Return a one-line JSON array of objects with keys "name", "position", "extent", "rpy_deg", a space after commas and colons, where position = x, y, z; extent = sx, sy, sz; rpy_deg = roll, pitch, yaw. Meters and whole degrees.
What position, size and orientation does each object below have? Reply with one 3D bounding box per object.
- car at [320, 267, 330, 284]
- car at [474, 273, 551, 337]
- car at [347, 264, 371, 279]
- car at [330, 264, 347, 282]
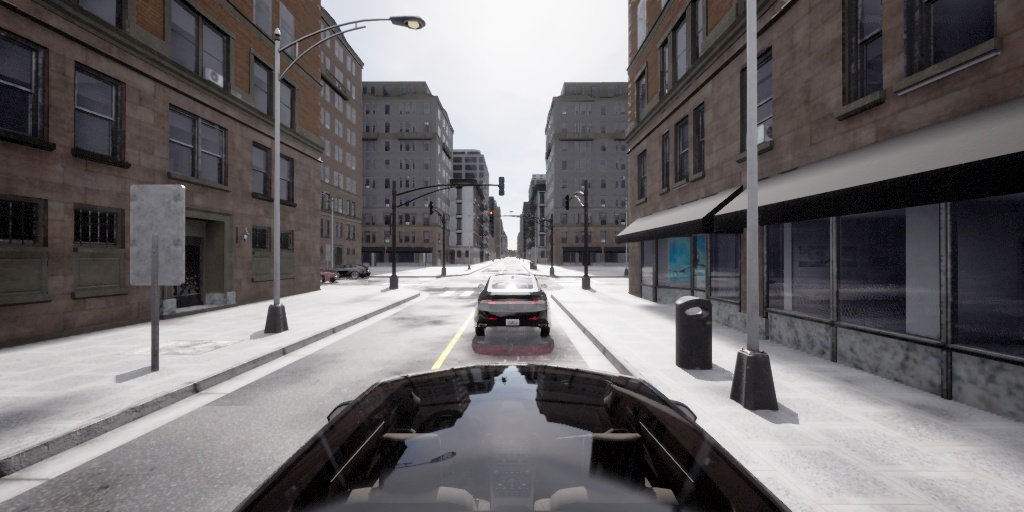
[{"name": "car", "position": [-14.713, 1.289, 23.487], "extent": [4.313, 1.339, 1.948], "rpy_deg": [0, 0, 0]}, {"name": "car", "position": [0.022, 1.242, 10.302], "extent": [2.128, 1.511, 4.902], "rpy_deg": [0, 0, 0]}, {"name": "car", "position": [-14.686, 1.330, 31.513], "extent": [4.313, 1.339, 1.948], "rpy_deg": [0, 0, 0]}, {"name": "car", "position": [-14.743, 1.300, 26.031], "extent": [4.181, 1.385, 1.994], "rpy_deg": [0, 0, 0]}]
